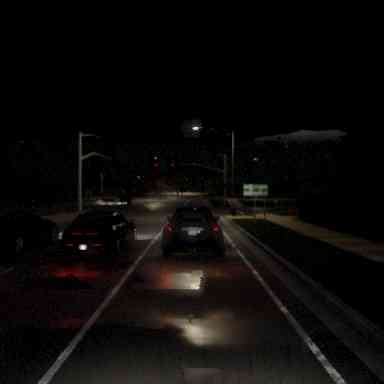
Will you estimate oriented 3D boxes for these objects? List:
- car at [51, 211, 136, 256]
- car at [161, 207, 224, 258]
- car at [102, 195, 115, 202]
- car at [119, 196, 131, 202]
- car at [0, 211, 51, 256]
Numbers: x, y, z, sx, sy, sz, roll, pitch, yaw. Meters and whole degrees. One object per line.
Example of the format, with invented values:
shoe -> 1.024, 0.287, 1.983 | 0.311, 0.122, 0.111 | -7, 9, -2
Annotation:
car -> -3.455, 1.496, 13.039 | 1.837, 1.490, 4.892 | 0, 0, 1
car -> 0.044, 1.341, 12.924 | 2.097, 1.767, 4.553 | 0, 0, 1
car -> -17.808, 1.421, 71.104 | 1.882, 1.535, 5.008 | 0, 0, 1
car -> -14.309, 1.539, 71.060 | 1.895, 1.301, 4.718 | 0, 0, 1
car -> -6.955, 1.495, 13.042 | 1.837, 1.490, 4.892 | 0, 0, 1
